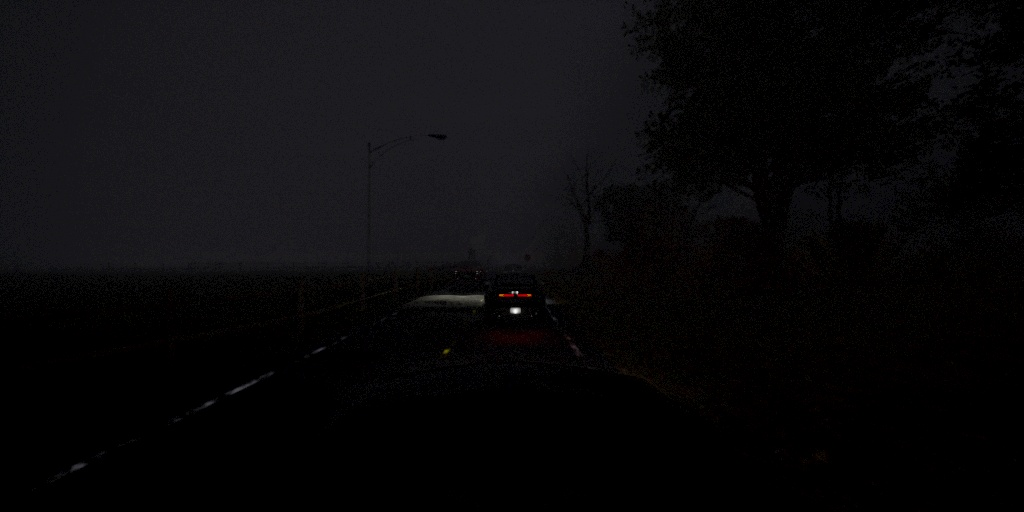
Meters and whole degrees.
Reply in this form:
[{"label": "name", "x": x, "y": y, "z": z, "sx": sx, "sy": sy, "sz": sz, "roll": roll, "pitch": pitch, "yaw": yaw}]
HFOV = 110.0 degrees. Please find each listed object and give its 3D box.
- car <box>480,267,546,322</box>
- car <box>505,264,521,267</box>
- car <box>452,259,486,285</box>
[{"label": "car", "x": 0.098, "y": 1.291, "z": 12.464, "sx": 1.837, "sy": 1.490, "sz": 4.892, "roll": 0, "pitch": 0, "yaw": 0}, {"label": "car", "x": 0.096, "y": 1.377, "z": 31.007, "sx": 2.033, "sy": 1.411, "sz": 5.357, "roll": 0, "pitch": 0, "yaw": 0}, {"label": "car", "x": -2.754, "y": 0.949, "z": 23.985, "sx": 1.882, "sy": 1.535, "sz": 5.008, "roll": 0, "pitch": 0, "yaw": 0}]
